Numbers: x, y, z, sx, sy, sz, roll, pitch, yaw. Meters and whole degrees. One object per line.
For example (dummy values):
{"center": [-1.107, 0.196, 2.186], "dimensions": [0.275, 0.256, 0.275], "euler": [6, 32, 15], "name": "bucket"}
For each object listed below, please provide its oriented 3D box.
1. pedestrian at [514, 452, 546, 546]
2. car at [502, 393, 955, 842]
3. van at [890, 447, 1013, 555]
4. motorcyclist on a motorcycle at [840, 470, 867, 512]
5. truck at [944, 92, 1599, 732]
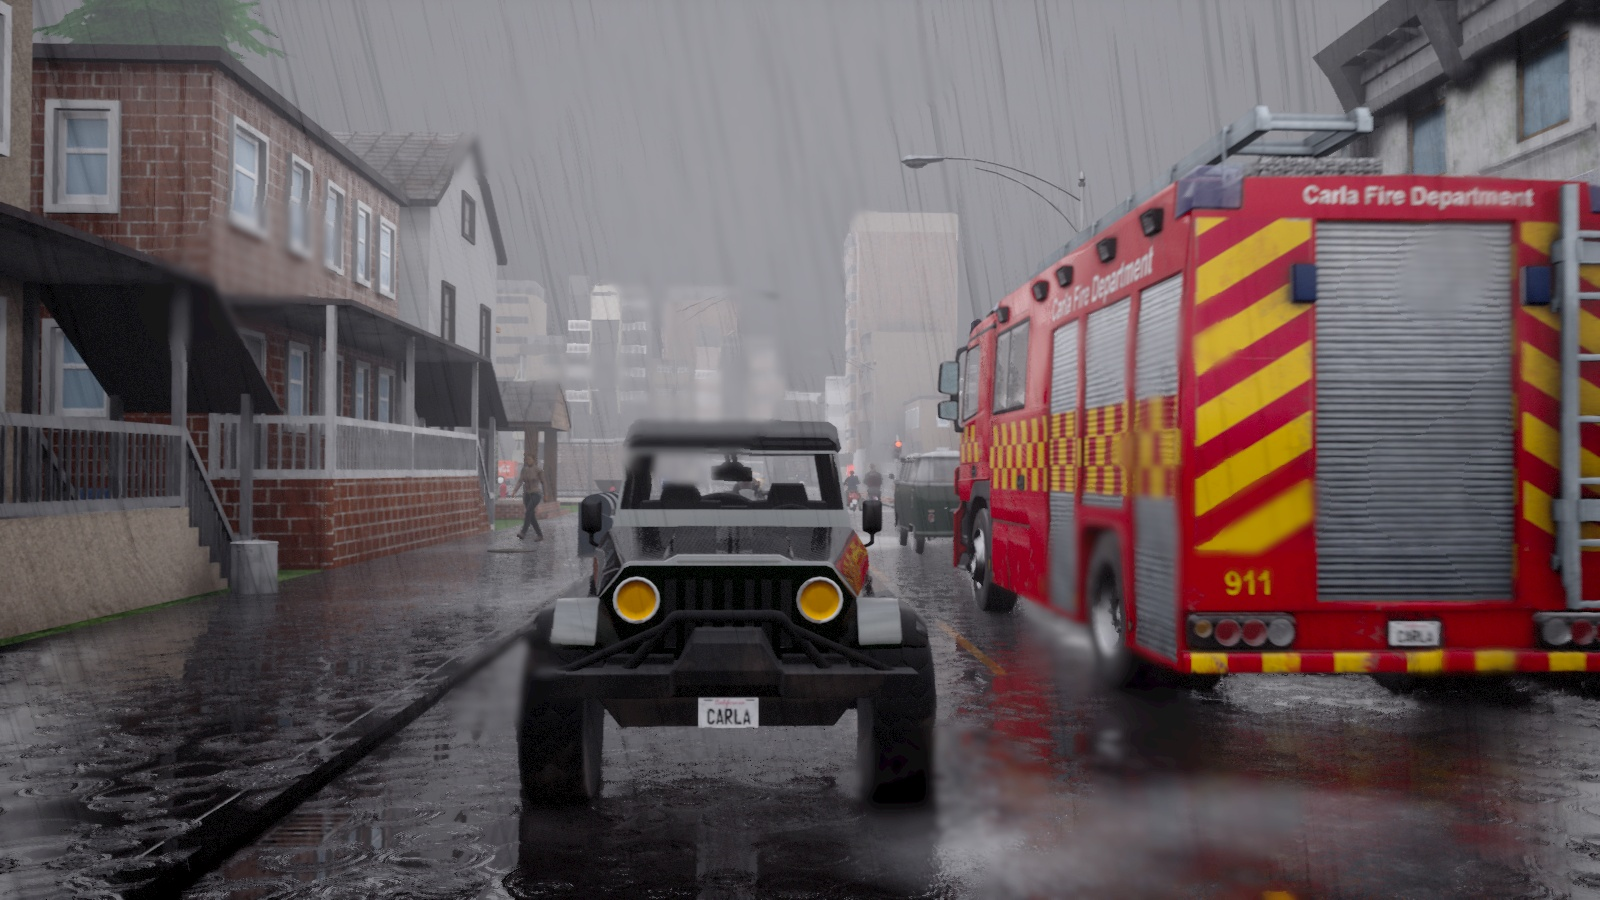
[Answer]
{"center": [-5.366, 0.959, 24.999], "dimensions": [0.331, 1.846, 0.634], "euler": [-1, -1, 21], "name": "pedestrian"}
{"center": [-0.377, 0.731, 7.237], "dimensions": [1.905, 1.878, 3.866], "euler": [0, -1, -2], "name": "car"}
{"center": [2.943, 0.974, 25.329], "dimensions": [1.775, 1.987, 4.442], "euler": [0, -1, -2], "name": "van"}
{"center": [2.068, 1.566, 48.810], "dimensions": [0.866, 1.590, 1.817], "euler": [0, -1, -2], "name": "motorcyclist on a motorcycle"}
{"center": [3.449, -0.169, 11.792], "dimensions": [2.891, 3.827, 8.468], "euler": [0, -1, -2], "name": "truck"}
